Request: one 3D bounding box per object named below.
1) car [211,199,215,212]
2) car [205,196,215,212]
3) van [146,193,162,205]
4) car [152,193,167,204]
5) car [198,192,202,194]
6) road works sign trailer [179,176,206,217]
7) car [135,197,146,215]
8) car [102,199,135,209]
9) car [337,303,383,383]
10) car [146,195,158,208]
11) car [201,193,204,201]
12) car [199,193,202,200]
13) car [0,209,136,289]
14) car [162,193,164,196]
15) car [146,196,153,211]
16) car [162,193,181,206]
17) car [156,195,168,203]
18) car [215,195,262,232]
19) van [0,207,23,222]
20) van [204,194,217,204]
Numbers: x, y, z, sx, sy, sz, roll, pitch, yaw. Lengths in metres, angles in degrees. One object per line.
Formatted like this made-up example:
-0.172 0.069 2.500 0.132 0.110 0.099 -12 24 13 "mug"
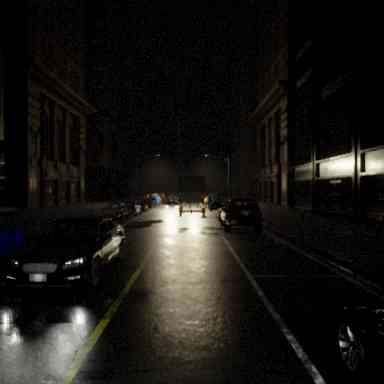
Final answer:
2.770 1.450 25.085 2.008 1.369 4.403 0 0 0 "car"
2.773 1.408 36.322 2.008 1.369 4.403 0 0 0 "car"
-5.749 1.159 47.549 1.690 1.788 3.998 0 0 0 "van"
-5.746 1.093 58.786 2.192 1.841 5.009 0 0 0 "car"
2.784 1.245 75.823 1.752 1.417 4.829 0 0 0 "car"
0.009 0.346 29.686 2.380 3.560 2.880 0 0 0 "road works sign trailer"
-5.754 1.428 30.701 2.008 1.369 4.403 0 0 0 "car"
-5.755 1.425 24.906 1.752 1.417 4.829 0 0 0 "car"
2.764 1.555 2.610 1.947 1.339 4.313 0 0 0 "car"
-5.750 1.382 41.931 1.887 1.381 4.507 0 0 0 "car"
2.778 1.323 53.348 1.752 1.417 4.829 0 0 0 "car"
2.781 1.340 64.416 1.802 1.307 4.206 0 0 0 "car"
-3.097 1.453 9.135 2.128 1.511 4.902 0 0 0 "car"
-5.747 1.349 53.168 2.008 1.369 4.403 0 0 0 "car"
-5.752 1.402 36.313 1.887 1.381 4.507 0 0 0 "car"
-3.064 1.309 51.131 1.837 1.490 4.892 0 0 0 "car"
-5.744 1.284 64.236 1.752 1.417 4.829 0 0 0 "car"
2.769 1.235 19.465 2.192 1.841 5.009 0 0 0 "car"
-5.759 1.306 8.221 1.690 1.788 3.998 0 0 0 "van"
2.775 1.179 41.940 1.690 1.788 3.998 0 0 0 "van"
